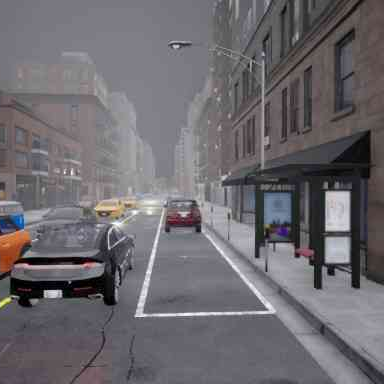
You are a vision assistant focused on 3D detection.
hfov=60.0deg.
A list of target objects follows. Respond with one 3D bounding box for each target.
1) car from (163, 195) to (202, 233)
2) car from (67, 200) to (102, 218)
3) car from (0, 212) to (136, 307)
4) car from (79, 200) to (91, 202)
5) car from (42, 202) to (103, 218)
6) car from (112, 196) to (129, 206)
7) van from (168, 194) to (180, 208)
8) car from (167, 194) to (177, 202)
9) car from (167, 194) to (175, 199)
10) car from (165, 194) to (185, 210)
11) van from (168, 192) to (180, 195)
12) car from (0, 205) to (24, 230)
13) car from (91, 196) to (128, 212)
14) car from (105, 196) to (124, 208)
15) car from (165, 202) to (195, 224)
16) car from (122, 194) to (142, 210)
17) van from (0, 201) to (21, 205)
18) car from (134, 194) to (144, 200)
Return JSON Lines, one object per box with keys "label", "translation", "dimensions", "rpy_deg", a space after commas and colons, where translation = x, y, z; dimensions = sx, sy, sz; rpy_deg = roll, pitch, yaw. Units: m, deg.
{"label": "car", "translation": [-0.579, 1.264, 19.326], "dimensions": [2.192, 1.841, 5.009], "rpy_deg": [0, 0, -4]}
{"label": "car", "translation": [-9.437, 1.431, 29.533], "dimensions": [1.887, 1.381, 4.507], "rpy_deg": [0, 0, -4]}
{"label": "car", "translation": [-2.478, 1.469, 7.932], "dimensions": [2.128, 1.511, 4.902], "rpy_deg": [0, 0, -4]}
{"label": "car", "translation": [-9.053, 1.470, 24.140], "dimensions": [1.947, 1.339, 4.313], "rpy_deg": [0, 0, -4]}
{"label": "car", "translation": [-5.932, 1.443, 16.275], "dimensions": [1.837, 1.490, 4.892], "rpy_deg": [0, 0, -4]}
{"label": "car", "translation": [-10.970, 1.365, 51.103], "dimensions": [2.008, 1.369, 4.403], "rpy_deg": [0, 0, -4]}
{"label": "van", "translation": [-2.528, 1.200, 46.287], "dimensions": [1.690, 1.788, 3.998], "rpy_deg": [0, 0, -4]}
{"label": "car", "translation": [-4.087, 1.227, 67.855], "dimensions": [1.967, 1.590, 4.097], "rpy_deg": [0, 0, -4]}
{"label": "car", "translation": [-5.646, 1.265, 89.424], "dimensions": [2.008, 1.369, 4.403], "rpy_deg": [0, 0, -4]}
{"label": "car", "translation": [-2.138, 1.192, 40.895], "dimensions": [2.192, 1.841, 5.009], "rpy_deg": [0, 0, -4]}
{"label": "van", "translation": [-1.748, 1.237, 35.502], "dimensions": [1.690, 1.788, 3.998], "rpy_deg": [0, 0, -4]}
{"label": "car", "translation": [-5.320, 1.321, 7.211], "dimensions": [2.097, 1.767, 4.553], "rpy_deg": [0, 0, -3]}
{"label": "car", "translation": [-6.694, 1.381, 27.129], "dimensions": [1.882, 1.535, 5.008], "rpy_deg": [0, 0, -4]}
{"label": "car", "translation": [-10.575, 1.358, 45.542], "dimensions": [1.752, 1.417, 4.829], "rpy_deg": [0, 0, -4]}
{"label": "car", "translation": [-0.969, 1.482, 24.719], "dimensions": [2.008, 1.369, 4.403], "rpy_deg": [0, 0, -4]}
{"label": "car", "translation": [-7.556, 1.338, 40.133], "dimensions": [1.882, 1.535, 5.008], "rpy_deg": [0, 0, -4]}
{"label": "van", "translation": [-8.286, 1.281, 13.355], "dimensions": [1.690, 1.788, 3.998], "rpy_deg": [0, 0, -4]}
{"label": "car", "translation": [-13.270, 1.256, 83.459], "dimensions": [2.008, 1.369, 4.403], "rpy_deg": [0, 0, -4]}
